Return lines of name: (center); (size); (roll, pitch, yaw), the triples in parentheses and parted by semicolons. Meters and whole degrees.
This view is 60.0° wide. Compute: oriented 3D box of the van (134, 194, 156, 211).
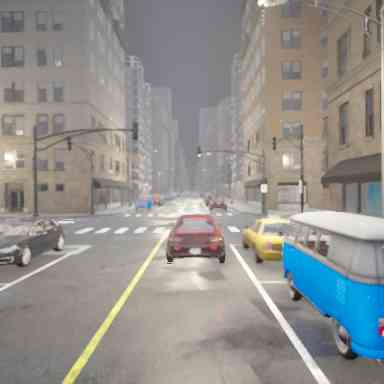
van: (-5.566, 1.260, 38.532); (1.690, 1.788, 3.998); (-1, 0, 0)

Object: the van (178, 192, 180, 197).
van: (-5.138, 0.987, 94.391); (1.690, 1.788, 3.998); (0, 0, 0)

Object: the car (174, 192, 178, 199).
car: (-5.222, 1.274, 83.221); (1.947, 1.339, 4.313); (0, 0, 0)

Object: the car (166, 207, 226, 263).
car: (0.150, 1.485, 11.648); (1.812, 1.442, 4.674); (-1, 0, 1)

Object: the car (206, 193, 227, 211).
car: (2.960, 1.280, 38.484); (1.967, 1.590, 4.097); (-1, 0, 0)

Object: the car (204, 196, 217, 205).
car: (3.090, 1.338, 55.239); (1.947, 1.339, 4.313); (0, 0, 0)

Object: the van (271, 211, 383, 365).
van: (2.708, 1.297, 5.620); (1.690, 1.788, 3.998); (-1, 0, 0)

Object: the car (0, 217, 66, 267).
car: (-5.772, 1.566, 11.338); (2.008, 1.369, 4.403); (-1, 0, 0)

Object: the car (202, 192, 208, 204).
car: (3.045, 1.111, 49.654); (2.192, 1.841, 5.009); (0, 0, 0)

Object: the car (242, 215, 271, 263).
car: (2.754, 1.461, 11.460); (1.752, 1.417, 4.829); (-1, 0, 0)

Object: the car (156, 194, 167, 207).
car: (-5.480, 1.191, 49.704); (2.192, 1.841, 5.009); (-1, 0, 0)

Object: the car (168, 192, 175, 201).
car: (-5.307, 1.313, 72.049); (1.887, 1.381, 4.507); (0, 0, 0)
